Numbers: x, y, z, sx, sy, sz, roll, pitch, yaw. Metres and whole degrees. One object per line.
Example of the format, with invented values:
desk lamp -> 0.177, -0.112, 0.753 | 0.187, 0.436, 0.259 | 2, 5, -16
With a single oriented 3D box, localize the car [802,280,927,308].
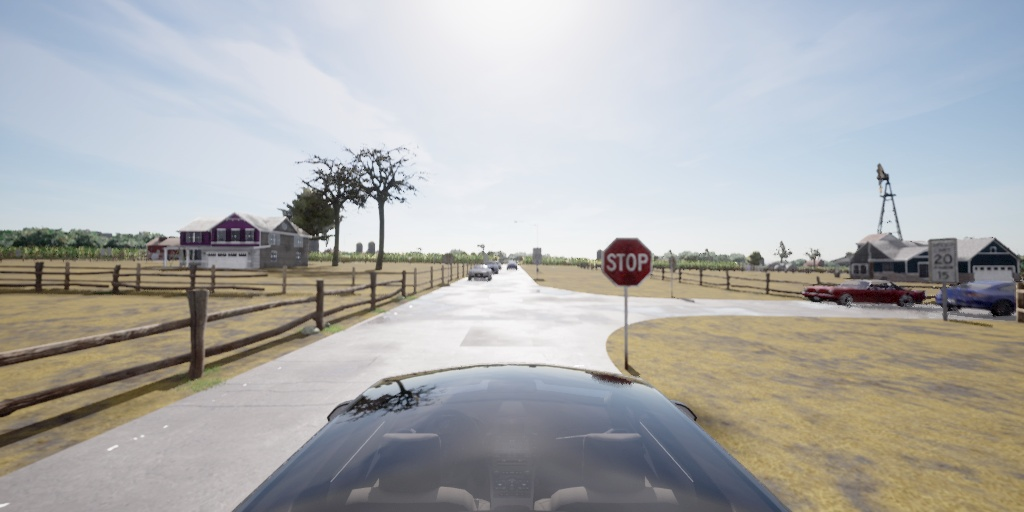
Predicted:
car -> 17.575, 1.861, 18.093 | 4.718, 1.301, 1.895 | 1, -1, 0

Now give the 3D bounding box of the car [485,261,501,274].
car -> -2.817, 1.380, 45.791 | 2.097, 1.767, 4.553 | 0, -1, 0

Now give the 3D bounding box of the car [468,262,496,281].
car -> -2.830, 1.490, 32.660 | 1.994, 1.385, 4.181 | 0, 0, 0

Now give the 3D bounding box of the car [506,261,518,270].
car -> 0.038, 1.695, 62.256 | 1.812, 1.442, 4.674 | 0, -1, 0

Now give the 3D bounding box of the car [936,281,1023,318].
car -> 20.919, 1.789, 15.193 | 4.674, 1.442, 1.812 | 1, -1, 0
